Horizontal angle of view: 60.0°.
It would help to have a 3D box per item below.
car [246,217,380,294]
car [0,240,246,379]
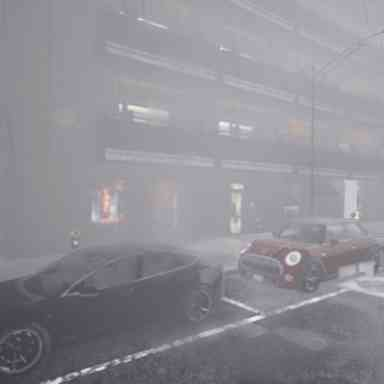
[{"bbox_3d":[3.141,1.439,8.784,4.097,1.590,1.967,0,1,-35],"label":"car"},{"bbox_3d":[-1.394,1.566,5.551,4.313,1.339,1.947,0,1,-35],"label":"car"}]
